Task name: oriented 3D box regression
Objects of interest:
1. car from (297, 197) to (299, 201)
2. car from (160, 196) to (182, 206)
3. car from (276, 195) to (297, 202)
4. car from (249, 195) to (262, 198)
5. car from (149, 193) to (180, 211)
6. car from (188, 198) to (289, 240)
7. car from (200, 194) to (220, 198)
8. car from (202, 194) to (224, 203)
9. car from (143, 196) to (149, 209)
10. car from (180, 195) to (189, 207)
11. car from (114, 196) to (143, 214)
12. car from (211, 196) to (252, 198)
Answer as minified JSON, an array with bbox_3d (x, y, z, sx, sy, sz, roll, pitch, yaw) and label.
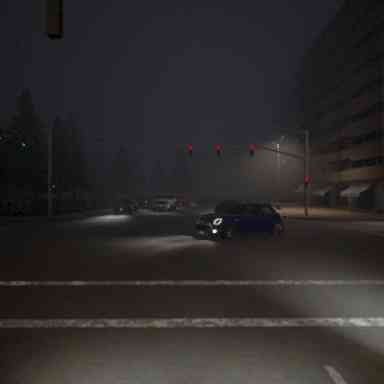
[{"bbox_3d":[21.938,1.468,73.634,4.902,1.511,2.128,0,0,-22],"label":"car"},{"bbox_3d":[-3.491,1.483,56.333,1.812,1.442,4.674,0,0,23],"label":"car"},{"bbox_3d":[18.541,1.543,67.790,4.718,1.301,1.895,0,0,-33],"label":"car"},{"bbox_3d":[13.142,1.425,68.108,5.008,1.535,1.882,0,0,-41],"label":"car"},{"bbox_3d":[-3.272,1.190,40.397,2.150,2.045,5.566,0,0,6],"label":"car"},{"bbox_3d":[2.412,1.355,16.970,4.553,1.767,2.097,0,0,-30],"label":"car"},{"bbox_3d":[2.519,1.444,60.667,2.128,1.511,4.902,0,0,32],"label":"car"},{"bbox_3d":[4.398,1.302,69.352,2.097,1.767,4.553,0,0,42],"label":"car"},{"bbox_3d":[-6.369,1.319,44.372,2.097,1.767,4.553,0,0,7],"label":"car"},{"bbox_3d":[-1.813,1.313,50.398,2.097,1.767,4.553,0,0,16],"label":"car"},{"bbox_3d":[-6.921,1.464,35.286,2.128,1.511,4.902,0,0,2],"label":"car"},{"bbox_3d":[3.609,1.452,30.943,1.882,1.535,5.008,-2,0,-13],"label":"car"}]
